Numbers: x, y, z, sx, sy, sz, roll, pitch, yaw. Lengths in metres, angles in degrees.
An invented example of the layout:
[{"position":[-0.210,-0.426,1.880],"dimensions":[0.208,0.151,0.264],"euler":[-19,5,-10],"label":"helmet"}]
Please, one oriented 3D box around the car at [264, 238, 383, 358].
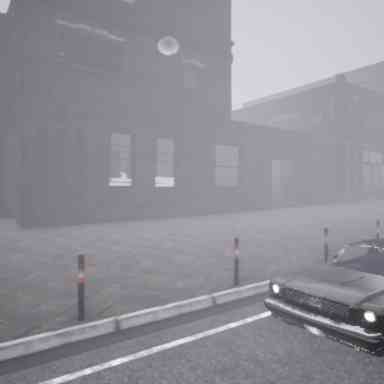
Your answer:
[{"position":[3.470,1.567,5.842],"dimensions":[4.718,1.301,1.895],"euler":[-1,0,-35],"label":"car"}]
